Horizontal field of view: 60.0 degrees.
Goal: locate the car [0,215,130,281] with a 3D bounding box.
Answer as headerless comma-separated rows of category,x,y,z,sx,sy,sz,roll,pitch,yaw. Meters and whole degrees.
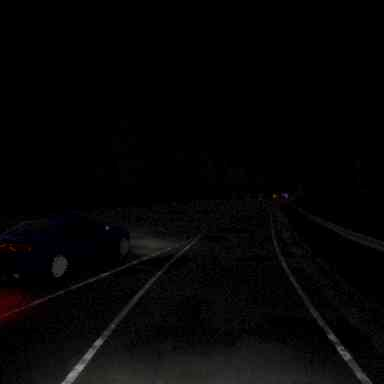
car,-3.706,1.432,9.944,1.882,1.535,5.008,0,0,20

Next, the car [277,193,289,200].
car,22.893,1.385,84.773,1.895,1.301,4.718,0,0,20

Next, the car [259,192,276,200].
car,19.458,1.000,85.556,2.150,2.045,5.566,0,0,20

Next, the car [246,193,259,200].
car,16.151,1.238,86.705,1.882,1.535,5.008,0,0,20

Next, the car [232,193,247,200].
car,12.854,1.285,87.881,2.033,1.411,5.357,0,0,20

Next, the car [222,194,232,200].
car,9.558,1.271,89.058,2.033,1.411,5.357,0,0,20
